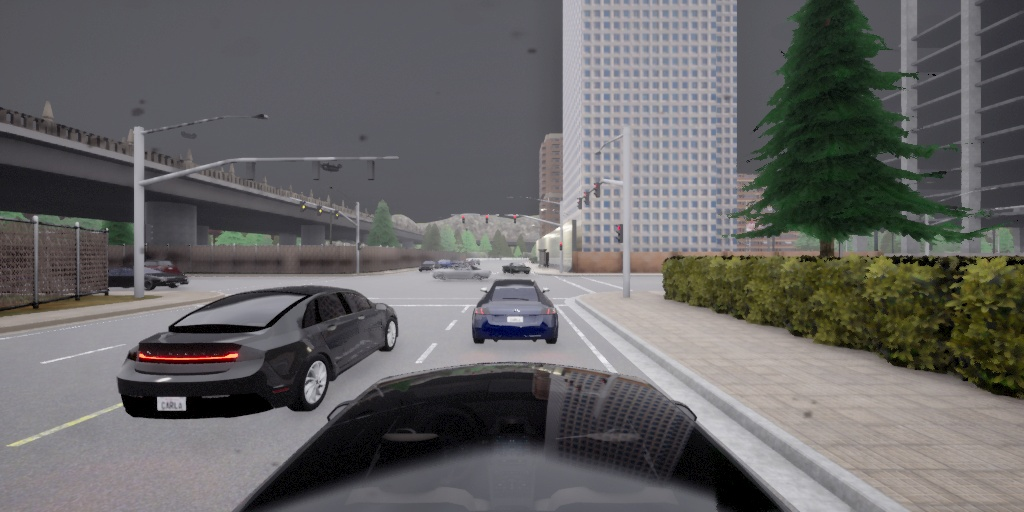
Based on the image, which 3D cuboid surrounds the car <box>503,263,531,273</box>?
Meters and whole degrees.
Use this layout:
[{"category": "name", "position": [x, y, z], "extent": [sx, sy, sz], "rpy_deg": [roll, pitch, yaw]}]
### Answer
[{"category": "car", "position": [0.395, 1.356, 38.792], "extent": [1.895, 1.301, 4.718], "rpy_deg": [0, 0, -17]}]

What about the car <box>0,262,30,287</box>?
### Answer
[{"category": "car", "position": [-33.545, 1.027, 22.105], "extent": [5.566, 2.045, 2.150], "rpy_deg": [0, 0, 0]}]

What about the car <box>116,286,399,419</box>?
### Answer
[{"category": "car", "position": [-3.440, 1.255, 6.068], "extent": [1.837, 1.490, 4.892], "rpy_deg": [0, 0, 0]}]

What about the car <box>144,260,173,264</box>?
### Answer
[{"category": "car", "position": [-33.371, 1.157, 32.807], "extent": [4.553, 1.767, 2.097], "rpy_deg": [0, 0, 0]}]

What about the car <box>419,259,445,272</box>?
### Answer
[{"category": "car", "position": [-10.593, 1.297, 46.480], "extent": [2.033, 1.411, 5.357], "rpy_deg": [0, 0, 0]}]

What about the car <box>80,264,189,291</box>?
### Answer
[{"category": "car", "position": [-23.281, 1.353, 22.127], "extent": [5.357, 1.411, 2.033], "rpy_deg": [0, 0, 0]}]

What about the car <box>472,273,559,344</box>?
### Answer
[{"category": "car", "position": [0.079, 1.314, 9.611], "extent": [1.994, 1.385, 4.181], "rpy_deg": [0, 0, 0]}]

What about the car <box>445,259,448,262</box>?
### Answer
[{"category": "car", "position": [-10.588, 1.227, 55.930], "extent": [1.882, 1.535, 5.008], "rpy_deg": [0, 0, 0]}]

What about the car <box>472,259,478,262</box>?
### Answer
[{"category": "car", "position": [-7.083, 1.351, 57.986], "extent": [1.895, 1.301, 4.718], "rpy_deg": [0, 0, 0]}]

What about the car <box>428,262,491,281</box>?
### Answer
[{"category": "car", "position": [-4.091, 1.378, 29.367], "extent": [4.718, 1.301, 1.895], "rpy_deg": [0, 0, 0]}]

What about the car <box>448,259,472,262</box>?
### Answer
[{"category": "car", "position": [-7.085, 1.314, 49.232], "extent": [1.994, 1.385, 4.181], "rpy_deg": [0, 0, 0]}]
